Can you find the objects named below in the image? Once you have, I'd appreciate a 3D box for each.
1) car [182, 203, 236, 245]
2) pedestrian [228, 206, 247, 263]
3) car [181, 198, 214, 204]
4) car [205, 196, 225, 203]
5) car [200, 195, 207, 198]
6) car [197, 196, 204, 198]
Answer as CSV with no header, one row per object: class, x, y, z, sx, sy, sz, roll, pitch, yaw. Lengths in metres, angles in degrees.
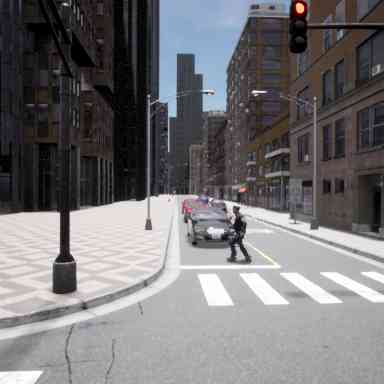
car,0.785,1.494,15.618,2.128,1.511,4.902,0,0,-4
pedestrian,1.436,1.297,10.503,0.375,1.860,0.375,0,0,-3
car,0.330,1.482,25.904,1.882,1.535,5.008,0,0,-3
car,2.943,1.560,39.013,2.033,1.411,5.357,0,0,-2
car,2.011,1.316,59.562,2.097,1.767,4.553,0,0,-3
car,-0.130,1.481,36.247,1.882,1.535,5.008,0,0,-2
